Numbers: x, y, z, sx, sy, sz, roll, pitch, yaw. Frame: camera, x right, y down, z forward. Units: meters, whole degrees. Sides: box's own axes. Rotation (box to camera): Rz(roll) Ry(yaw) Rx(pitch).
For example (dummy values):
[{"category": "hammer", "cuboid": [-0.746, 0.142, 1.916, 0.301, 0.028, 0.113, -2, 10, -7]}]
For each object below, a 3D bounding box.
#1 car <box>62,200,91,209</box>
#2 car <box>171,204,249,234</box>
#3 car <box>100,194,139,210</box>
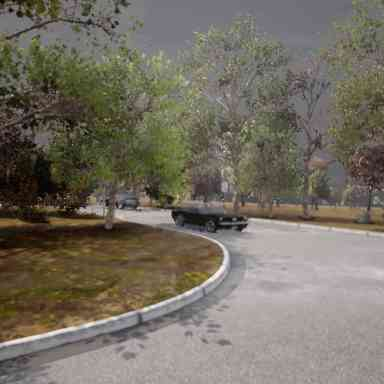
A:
[{"category": "car", "cuboid": [-12.069, 0.845, 32.172, 4.892, 1.490, 1.837, 1, -3, 18]}, {"category": "car", "cuboid": [0.804, 1.280, 17.119, 1.895, 1.301, 4.718, 1, 0, -32]}, {"category": "car", "cuboid": [-7.229, 0.946, 32.950, 4.902, 1.511, 2.128, 1, 0, 43]}]
